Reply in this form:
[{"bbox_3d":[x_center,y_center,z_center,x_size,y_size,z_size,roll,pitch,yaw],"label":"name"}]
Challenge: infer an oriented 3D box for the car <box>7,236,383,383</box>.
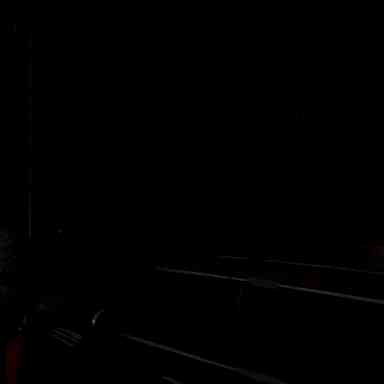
[{"bbox_3d":[0.573,1.315,2.666,5.009,1.841,2.192,0,0,35],"label":"car"}]
